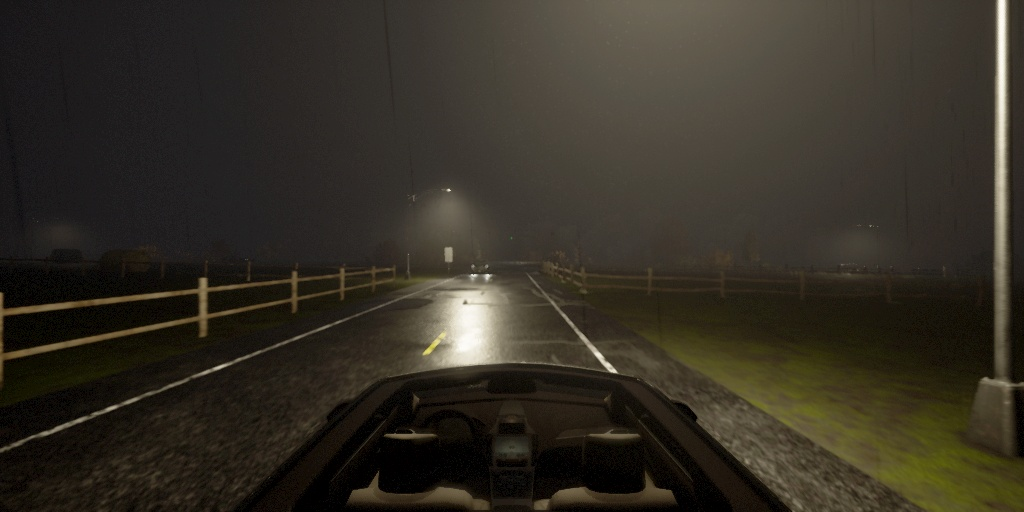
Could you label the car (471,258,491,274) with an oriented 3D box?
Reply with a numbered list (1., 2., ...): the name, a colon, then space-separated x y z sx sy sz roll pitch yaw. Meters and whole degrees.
1. car: -3.559 1.138 41.719 2.097 1.767 4.553 0 0 0
